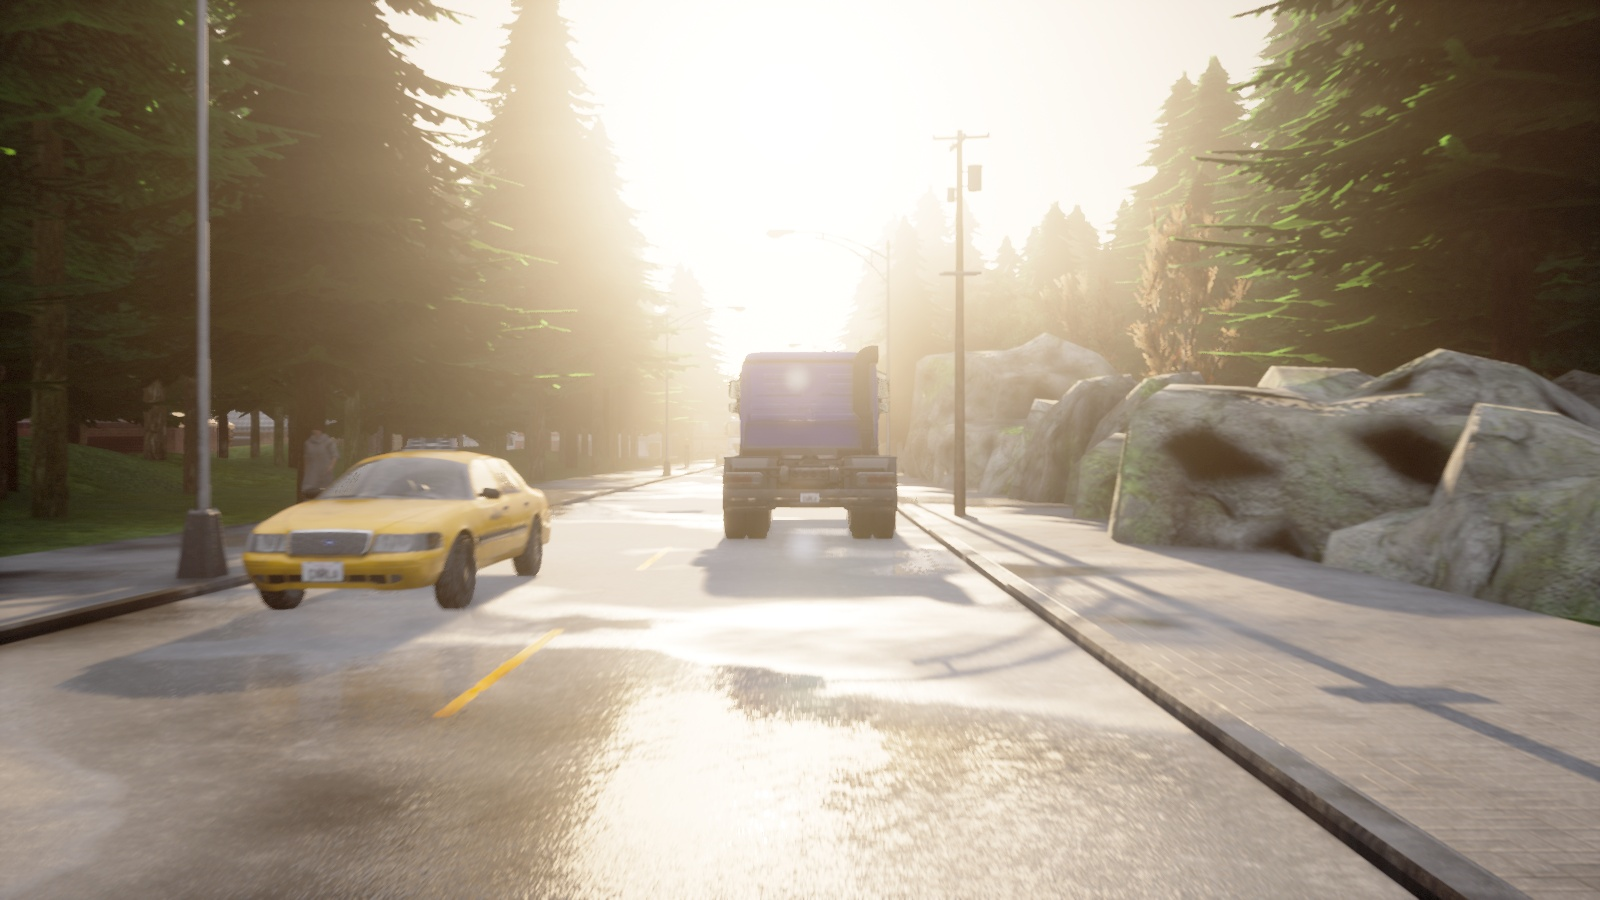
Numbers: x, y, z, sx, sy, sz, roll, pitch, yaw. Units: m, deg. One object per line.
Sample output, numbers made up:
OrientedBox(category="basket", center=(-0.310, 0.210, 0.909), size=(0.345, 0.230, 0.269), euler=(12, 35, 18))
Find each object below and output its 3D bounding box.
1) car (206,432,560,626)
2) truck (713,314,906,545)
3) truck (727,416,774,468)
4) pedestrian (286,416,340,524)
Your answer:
OrientedBox(category="car", center=(-3.902, 0.637, 12.875), size=(1.801, 1.575, 5.366), euler=(0, 0, 0))
OrientedBox(category="truck", center=(0.170, -0.318, 22.813), size=(2.891, 3.462, 7.936), euler=(0, 0, 0))
OrientedBox(category="truck", center=(-3.377, -0.556, 87.081), size=(2.891, 3.462, 7.936), euler=(0, 0, 0))
OrientedBox(category="pedestrian", center=(-9.008, 0.364, 23.243), size=(0.659, 1.952, 0.873), euler=(0, 0, 1))
